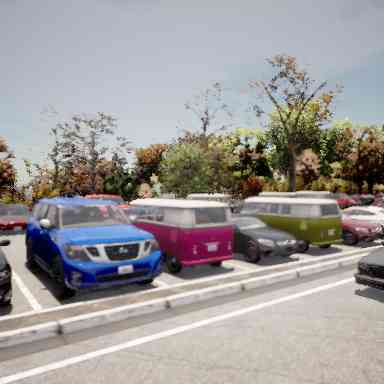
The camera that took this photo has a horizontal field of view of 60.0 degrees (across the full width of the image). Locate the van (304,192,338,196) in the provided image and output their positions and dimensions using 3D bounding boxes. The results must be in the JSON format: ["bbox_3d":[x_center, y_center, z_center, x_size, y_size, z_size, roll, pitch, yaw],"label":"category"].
[{"bbox_3d":[12.735,0.973,35.600,1.878,1.987,4.442,-1,1,-35],"label":"van"}]

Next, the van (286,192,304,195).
[{"bbox_3d":[8.124,1.059,32.335,1.878,1.987,4.442,-1,1,-35],"label":"van"}]

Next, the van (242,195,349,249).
[{"bbox_3d":[3.809,1.244,13.863,1.878,1.987,4.442,0,0,-35],"label":"van"}]

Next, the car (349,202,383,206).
[{"bbox_3d":[8.604,1.454,17.118,2.002,1.452,4.674,-1,1,-35],"label":"car"}]

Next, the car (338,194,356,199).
[{"bbox_3d":[15.001,1.157,37.072,2.097,1.535,5.008,-1,1,-35],"label":"car"}]

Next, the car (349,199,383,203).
[{"bbox_3d":[10.910,1.371,18.749,2.097,1.535,5.008,-1,1,-35],"label":"car"}]

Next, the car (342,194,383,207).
[{"bbox_3d":[21.910,1.028,41.971,2.097,1.535,5.008,-1,1,-35],"label":"car"}]

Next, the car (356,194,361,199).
[{"bbox_3d":[17.288,0.989,38.725,2.185,1.767,4.553,-1,1,-35],"label":"car"}]

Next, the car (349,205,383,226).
[{"bbox_3d":[6.289,1.492,15.482,2.002,1.452,4.674,-1,1,-35],"label":"car"}]

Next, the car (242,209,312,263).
[{"bbox_3d":[1.668,1.507,12.205,2.002,1.452,4.674,0,0,-35],"label":"car"}]

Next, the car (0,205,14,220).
[{"bbox_3d":[-10.335,1.481,19.072,2.163,1.488,4.792,0,0,-35],"label":"car"}]

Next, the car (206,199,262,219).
[{"bbox_3d":[3.573,1.400,29.003,2.163,1.488,4.792,-1,1,-35],"label":"car"}]

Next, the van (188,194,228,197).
[{"bbox_3d":[1.351,1.188,27.244,1.878,1.987,4.442,-1,1,-35],"label":"van"}]

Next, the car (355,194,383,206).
[{"bbox_3d":[24.301,1.013,43.696,2.163,1.488,4.792,-1,1,-35],"label":"car"}]

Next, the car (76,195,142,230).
[{"bbox_3d":[-5.728,1.214,22.340,2.435,2.045,5.566,0,0,-35],"label":"car"}]

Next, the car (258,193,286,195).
[{"bbox_3d":[5.808,1.204,30.510,2.185,1.767,4.553,-1,1,-35],"label":"car"}]

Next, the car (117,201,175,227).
[{"bbox_3d":[-3.429,1.469,23.997,2.097,1.535,5.008,0,0,-35],"label":"car"}]

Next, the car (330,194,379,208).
[{"bbox_3d":[19.613,1.071,40.330,2.097,1.535,5.008,-1,1,-35],"label":"car"}]

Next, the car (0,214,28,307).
[{"bbox_3d":[-5.248,1.446,7.304,2.097,1.535,5.008,0,0,-35],"label":"car"}]

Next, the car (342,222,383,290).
[{"bbox_3d":[6.135,1.511,8.050,5.357,1.411,2.033,0,0,-35],"label":"car"}]

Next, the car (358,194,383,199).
[{"bbox_3d":[13.192,1.202,20.413,2.185,1.767,4.553,-1,1,-35],"label":"car"}]

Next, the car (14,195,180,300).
[{"bbox_3d":[-2.923,1.202,8.912,2.435,2.045,5.566,0,0,-35],"label":"car"}]

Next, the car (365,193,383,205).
[{"bbox_3d":[26.623,0.940,45.302,2.097,1.535,5.008,-1,1,-35],"label":"car"}]

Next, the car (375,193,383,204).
[{"bbox_3d":[28.926,0.897,46.935,2.097,1.535,5.008,-1,1,-35],"label":"car"}]

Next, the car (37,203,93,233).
[{"bbox_3d":[-8.032,1.488,20.705,2.163,1.488,4.792,0,0,-35],"label":"car"}]

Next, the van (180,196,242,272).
[{"bbox_3d":[-0.702,1.234,10.664,1.878,1.987,4.442,0,0,-35],"label":"van"}]
